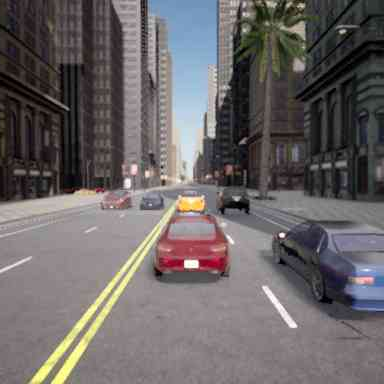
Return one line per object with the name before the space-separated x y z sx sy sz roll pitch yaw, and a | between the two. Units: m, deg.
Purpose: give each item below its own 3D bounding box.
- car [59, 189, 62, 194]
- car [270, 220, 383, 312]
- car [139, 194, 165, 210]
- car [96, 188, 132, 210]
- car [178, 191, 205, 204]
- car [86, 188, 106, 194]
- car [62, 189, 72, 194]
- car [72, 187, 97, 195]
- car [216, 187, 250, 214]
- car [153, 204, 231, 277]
car | -34.593 -0.049 84.646 4.206 1.307 1.802 -1 2 0
car | 3.274 1.362 7.639 2.033 1.411 5.357 0 1 0
car | -3.504 0.850 29.905 1.994 1.385 4.181 0 1 0
car | -6.755 0.635 30.060 2.097 1.767 4.553 0 1 0
car | -0.058 0.703 27.188 2.097 1.767 4.553 0 1 0
car | -24.419 -0.228 84.659 4.507 1.381 1.887 -1 2 0
car | -29.510 -0.386 84.642 5.009 1.841 2.192 -1 2 0
car | -24.235 -0.003 76.135 4.829 1.417 1.752 -1 2 0
car | 3.197 0.587 26.495 2.150 2.045 5.566 0 1 0
car | 0.021 1.301 9.327 1.812 1.442 4.674 0 1 1
